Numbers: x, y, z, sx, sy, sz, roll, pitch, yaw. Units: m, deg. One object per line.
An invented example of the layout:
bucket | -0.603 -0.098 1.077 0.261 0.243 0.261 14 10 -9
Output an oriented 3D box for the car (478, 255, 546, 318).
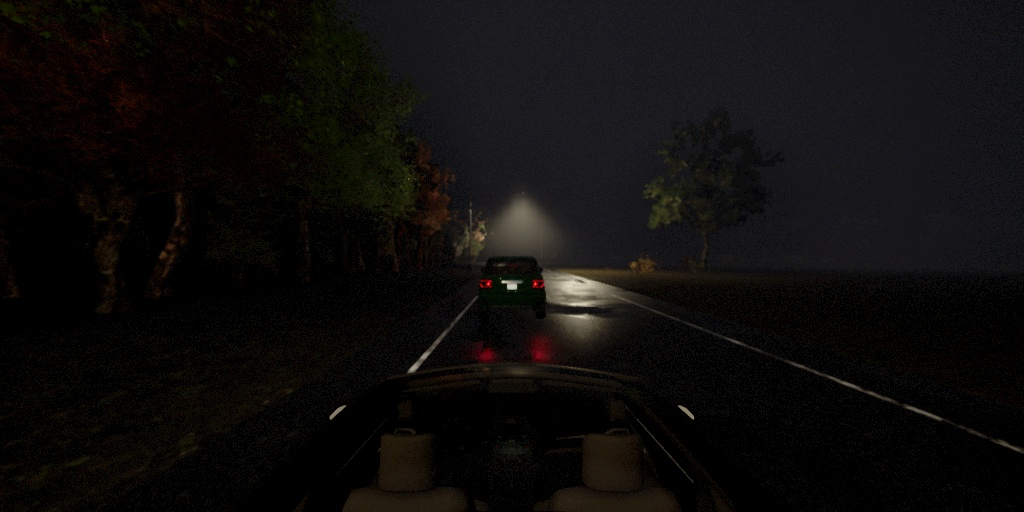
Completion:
car | 0.001 1.000 13.202 2.150 2.045 5.566 0 0 0

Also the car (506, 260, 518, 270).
car | 0.002 1.429 57.402 1.994 1.385 4.181 0 0 0
